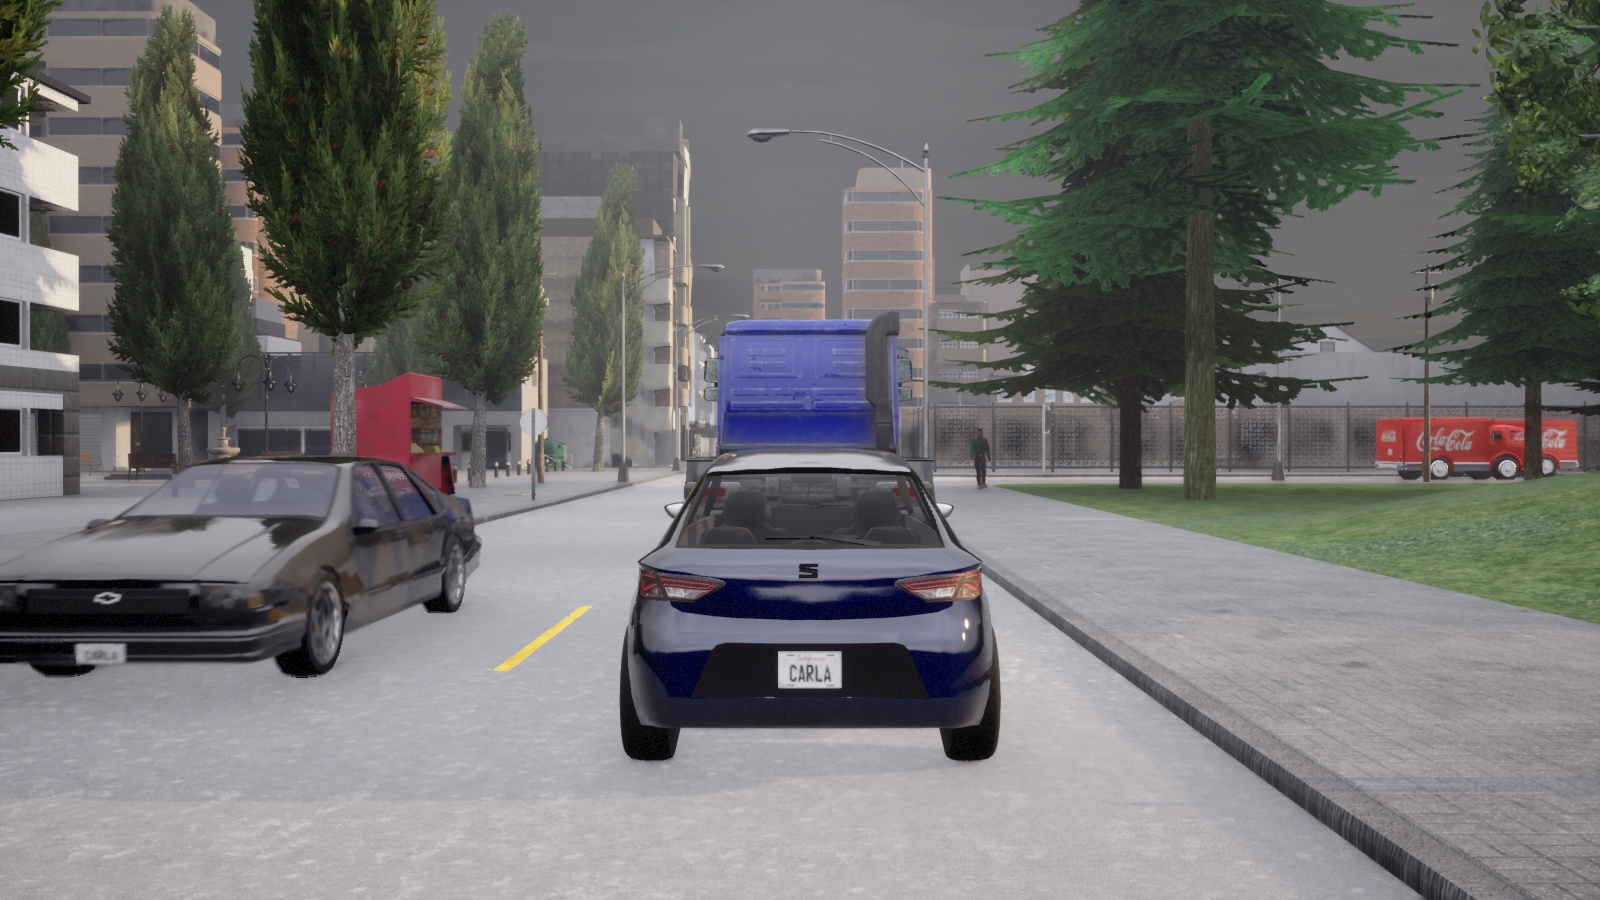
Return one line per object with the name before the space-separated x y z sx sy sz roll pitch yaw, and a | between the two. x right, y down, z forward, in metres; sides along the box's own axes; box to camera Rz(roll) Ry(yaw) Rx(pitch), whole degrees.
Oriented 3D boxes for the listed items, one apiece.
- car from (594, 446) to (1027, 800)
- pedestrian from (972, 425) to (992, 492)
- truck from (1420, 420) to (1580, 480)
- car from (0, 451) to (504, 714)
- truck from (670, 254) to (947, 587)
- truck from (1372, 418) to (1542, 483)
car | 0.054 0.719 7.360 1.816 1.474 4.193 0 0 0
pedestrian | 5.341 0.252 36.951 0.423 1.949 0.788 0 0 -4
truck | 29.305 -0.014 52.720 5.204 2.467 2.627 0 0 0
car | -3.933 0.736 9.625 2.033 1.411 5.357 0 0 0
truck | 0.111 -0.332 17.048 2.891 3.462 7.936 0 0 0
truck | 25.410 0.005 48.739 5.204 2.467 2.627 0 0 0
